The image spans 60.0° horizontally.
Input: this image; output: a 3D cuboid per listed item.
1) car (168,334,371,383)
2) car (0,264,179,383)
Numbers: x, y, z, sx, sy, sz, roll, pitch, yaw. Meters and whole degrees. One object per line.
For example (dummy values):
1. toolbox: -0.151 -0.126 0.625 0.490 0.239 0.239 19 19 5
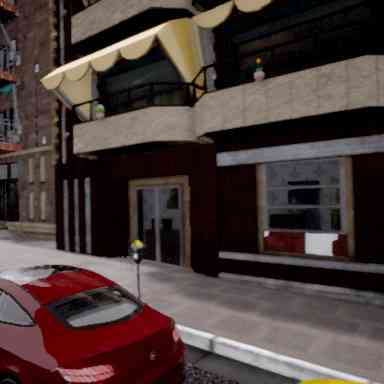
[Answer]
1. car: 2.354 1.522 1.067 4.829 1.417 1.752 0 -2 36
2. car: -2.010 1.592 4.177 4.206 1.307 1.802 0 -2 36
